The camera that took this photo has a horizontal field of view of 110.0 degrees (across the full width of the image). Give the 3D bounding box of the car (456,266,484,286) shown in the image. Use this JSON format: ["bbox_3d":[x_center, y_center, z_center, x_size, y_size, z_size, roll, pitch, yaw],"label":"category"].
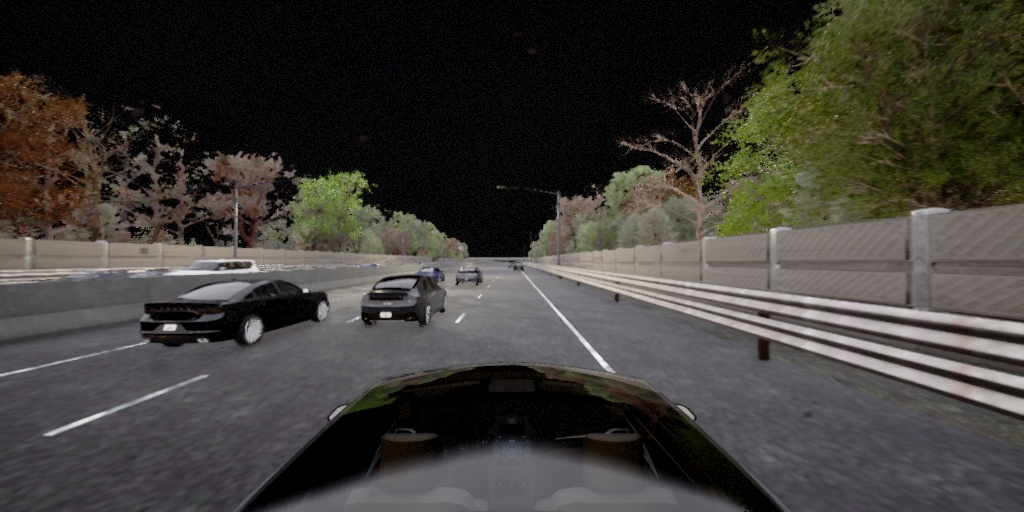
[{"bbox_3d":[-3.406,1.570,29.310,2.128,1.511,4.902,0,-1,0],"label":"car"}]

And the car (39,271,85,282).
[{"bbox_3d":[-24.603,1.528,21.314,2.033,1.411,5.357,0,-1,0],"label":"car"}]

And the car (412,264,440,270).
[{"bbox_3d":[-6.905,1.617,30.351,1.812,1.442,4.674,0,-1,0],"label":"car"}]

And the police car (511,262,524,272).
[{"bbox_3d":[1.215,1.958,65.323,1.930,1.638,5.238,0,-1,0],"label":"police car"}]

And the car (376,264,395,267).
[{"bbox_3d":[-21.034,2.038,61.102,1.994,1.385,4.181,0,-1,1],"label":"car"}]

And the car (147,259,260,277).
[{"bbox_3d":[-17.604,1.202,21.275,2.150,2.045,5.566,0,-1,0],"label":"car"}]

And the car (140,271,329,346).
[{"bbox_3d":[-6.904,1.320,9.719,1.882,1.535,5.008,0,-1,0],"label":"car"}]

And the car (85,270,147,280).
[{"bbox_3d":[-21.103,1.529,21.360,2.033,1.411,5.357,0,-1,0],"label":"car"}]

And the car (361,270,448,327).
[{"bbox_3d":[-3.404,1.375,12.102,1.837,1.490,4.892,0,-1,0],"label":"car"}]
